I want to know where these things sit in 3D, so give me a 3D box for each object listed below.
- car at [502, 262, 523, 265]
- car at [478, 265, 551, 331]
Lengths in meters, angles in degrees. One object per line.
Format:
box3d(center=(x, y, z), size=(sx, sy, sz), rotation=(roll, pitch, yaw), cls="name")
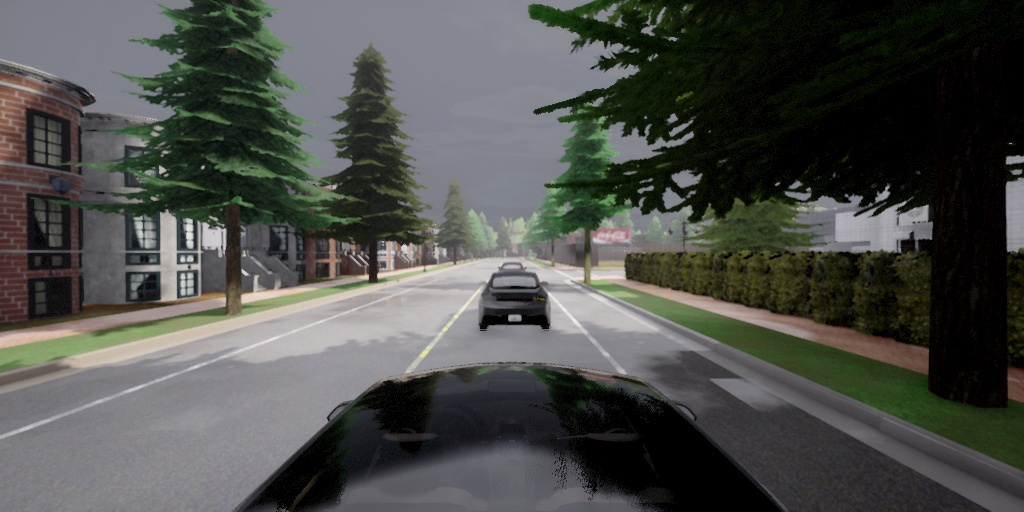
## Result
box3d(center=(0.017, 1.096, 22.951), size=(1.812, 1.442, 4.674), rotation=(0, 0, 1), cls="car")
box3d(center=(0.061, 1.179, 10.749), size=(1.837, 1.490, 4.892), rotation=(0, 1, 0), cls="car")
